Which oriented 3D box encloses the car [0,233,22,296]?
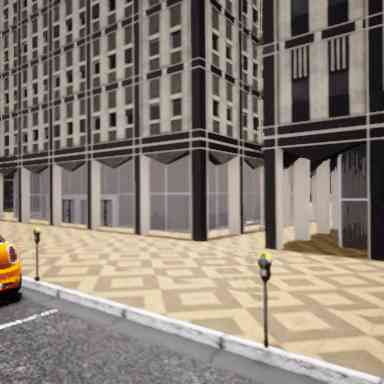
[{"bbox_3d":[-5.811,1.345,7.408,4.553,1.767,2.097,0,0,36],"label":"car"}]
